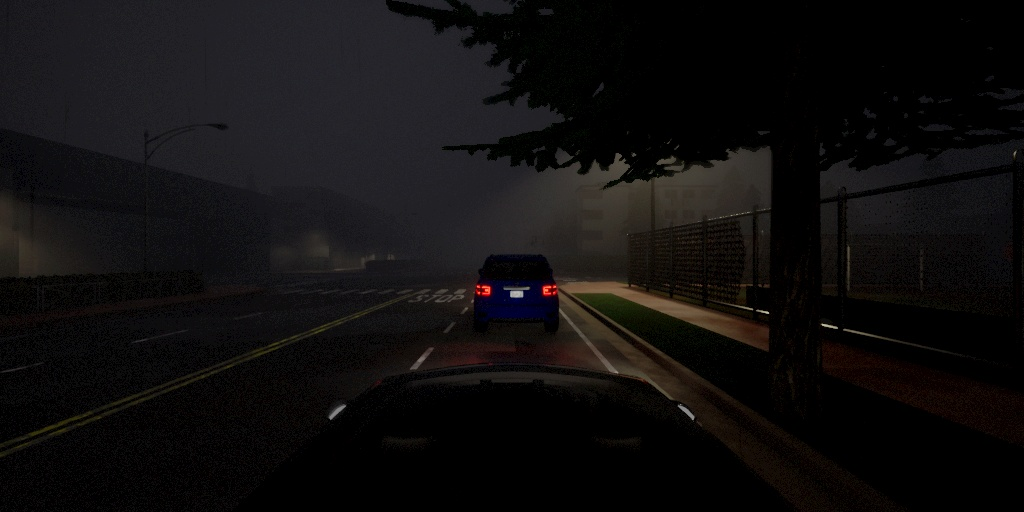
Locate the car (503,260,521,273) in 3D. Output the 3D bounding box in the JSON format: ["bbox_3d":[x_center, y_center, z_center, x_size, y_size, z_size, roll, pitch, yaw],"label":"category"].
[{"bbox_3d":[0.013,1.240,45.769,2.128,1.511,4.902,0,0,0],"label":"car"}]

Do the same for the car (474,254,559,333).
[{"bbox_3d":[0.113,0.971,10.933,2.150,2.045,5.566,0,0,0],"label":"car"}]
